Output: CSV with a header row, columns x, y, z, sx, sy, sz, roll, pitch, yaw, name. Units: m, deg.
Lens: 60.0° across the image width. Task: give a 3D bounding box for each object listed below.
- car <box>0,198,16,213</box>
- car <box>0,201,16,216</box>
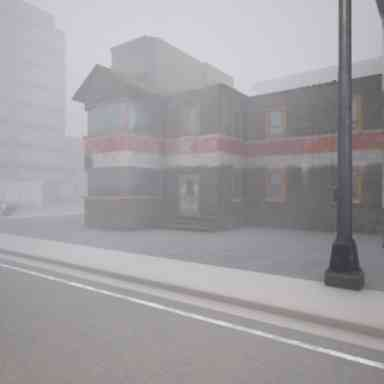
x,y,z,sx,sy,sz,roll,pitch,yaw,name
-17.649,1.216,28.518,1.853,1.218,4.536,0,0,15,car
-17.663,1.374,28.468,2.038,1.542,4.974,0,0,15,car
